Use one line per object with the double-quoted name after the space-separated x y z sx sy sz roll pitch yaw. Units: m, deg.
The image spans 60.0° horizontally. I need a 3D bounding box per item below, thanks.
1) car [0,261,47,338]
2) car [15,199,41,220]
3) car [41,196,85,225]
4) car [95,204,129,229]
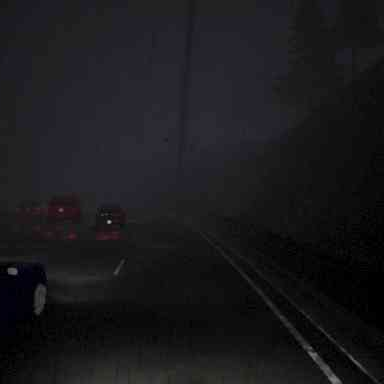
-3.595 1.516 4.290 1.882 1.535 5.008 -1 0 -2 "car"
-14.491 1.515 30.196 2.097 1.767 4.553 -1 0 -17 "car"
-9.469 1.333 25.267 2.150 2.045 5.566 0 0 -12 "car"
-5.422 1.575 22.552 1.837 1.490 4.892 0 0 -10 "car"
